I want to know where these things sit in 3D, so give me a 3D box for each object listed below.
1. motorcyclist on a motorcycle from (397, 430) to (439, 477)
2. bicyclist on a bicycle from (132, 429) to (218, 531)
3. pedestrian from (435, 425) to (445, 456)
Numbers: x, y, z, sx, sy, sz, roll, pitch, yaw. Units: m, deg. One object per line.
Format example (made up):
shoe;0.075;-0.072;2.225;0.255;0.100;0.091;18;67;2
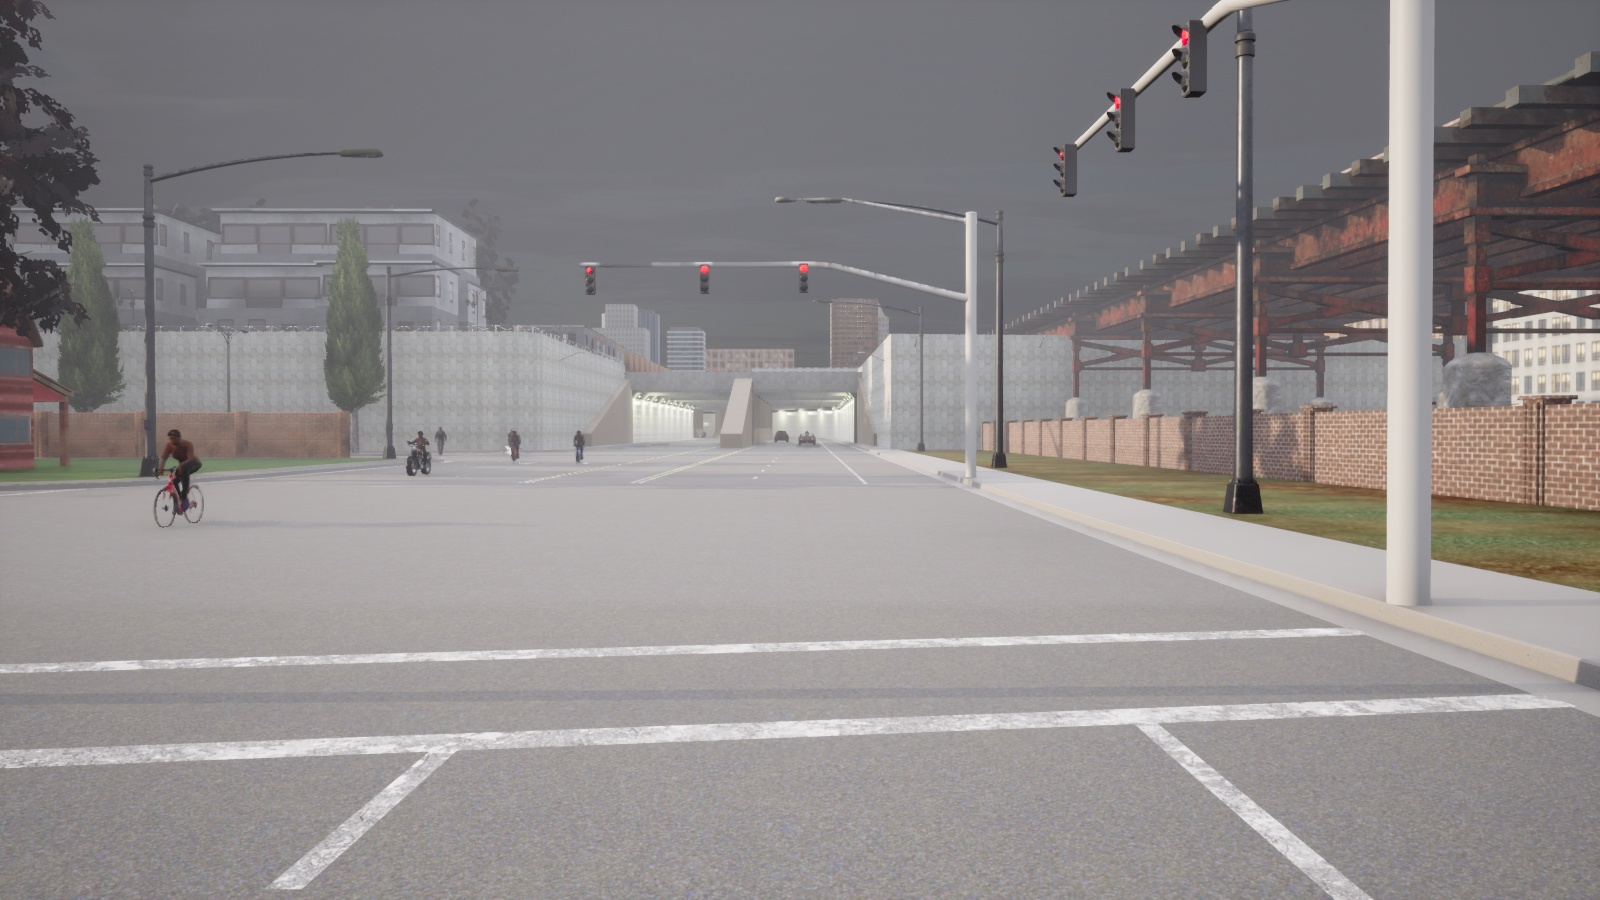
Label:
motorcyclist on a motorcycle;-13.734;0.094;45.241;0.766;1.649;2.350;0;1;0
bicyclist on a bicycle;-10.369;0.462;20.901;0.582;1.620;1.656;0;1;0
pedestrian;-21.928;-0.600;76.541;0.563;1.883;0.849;0;1;-14
